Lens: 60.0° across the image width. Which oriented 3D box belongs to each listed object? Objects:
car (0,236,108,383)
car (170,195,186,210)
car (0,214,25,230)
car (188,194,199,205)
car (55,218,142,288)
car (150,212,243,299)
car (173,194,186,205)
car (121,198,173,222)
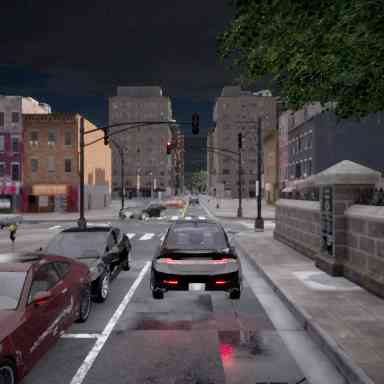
[{"bbox_3d":[-2.631,1.582,4.565,1.802,1.307,4.206,0,0,0],"label":"car"},{"bbox_3d":[-2.237,1.344,43.466,2.097,1.767,4.553,0,0,0],"label":"car"},{"bbox_3d":[-13.309,1.730,21.142,4.718,1.301,1.895,-1,0,0],"label":"car"},{"bbox_3d":[0.360,1.514,60.437,1.812,1.442,4.674,0,0,0],"label":"car"},{"bbox_3d":[-2.627,1.566,8.228,1.947,1.339,4.313,0,0,0],"label":"car"},{"bbox_3d":[0.095,1.492,8.406,2.128,1.511,4.902,0,0,0],"label":"car"},{"bbox_3d":[-2.210,1.340,60.444,2.097,1.767,4.553,0,0,0],"label":"car"},{"bbox_3d":[-3.796,1.504,27.014,2.128,1.511,4.902,0,1,23],"label":"car"}]
